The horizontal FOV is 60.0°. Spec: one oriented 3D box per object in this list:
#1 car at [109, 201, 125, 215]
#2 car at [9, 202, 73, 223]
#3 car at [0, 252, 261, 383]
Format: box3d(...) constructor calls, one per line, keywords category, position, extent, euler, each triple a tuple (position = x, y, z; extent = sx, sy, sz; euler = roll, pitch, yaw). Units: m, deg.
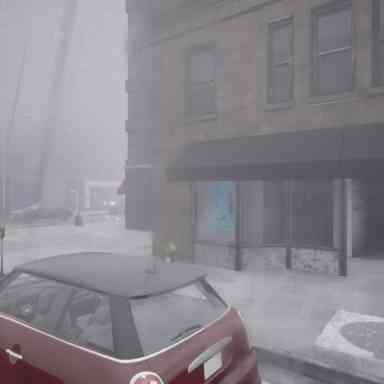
box3d(category="car", position=(-6.140, 1.555, 32.803), extent=(1.994, 1.385, 4.181), euler=(0, 0, 35))
box3d(category="car", position=(-11.377, 1.515, 25.367), extent=(1.812, 1.442, 4.674), euler=(0, 0, 37))
box3d(category="car", position=(-1.405, 1.440, 3.851), extent=(4.097, 1.590, 1.967), euler=(0, 0, 36))
